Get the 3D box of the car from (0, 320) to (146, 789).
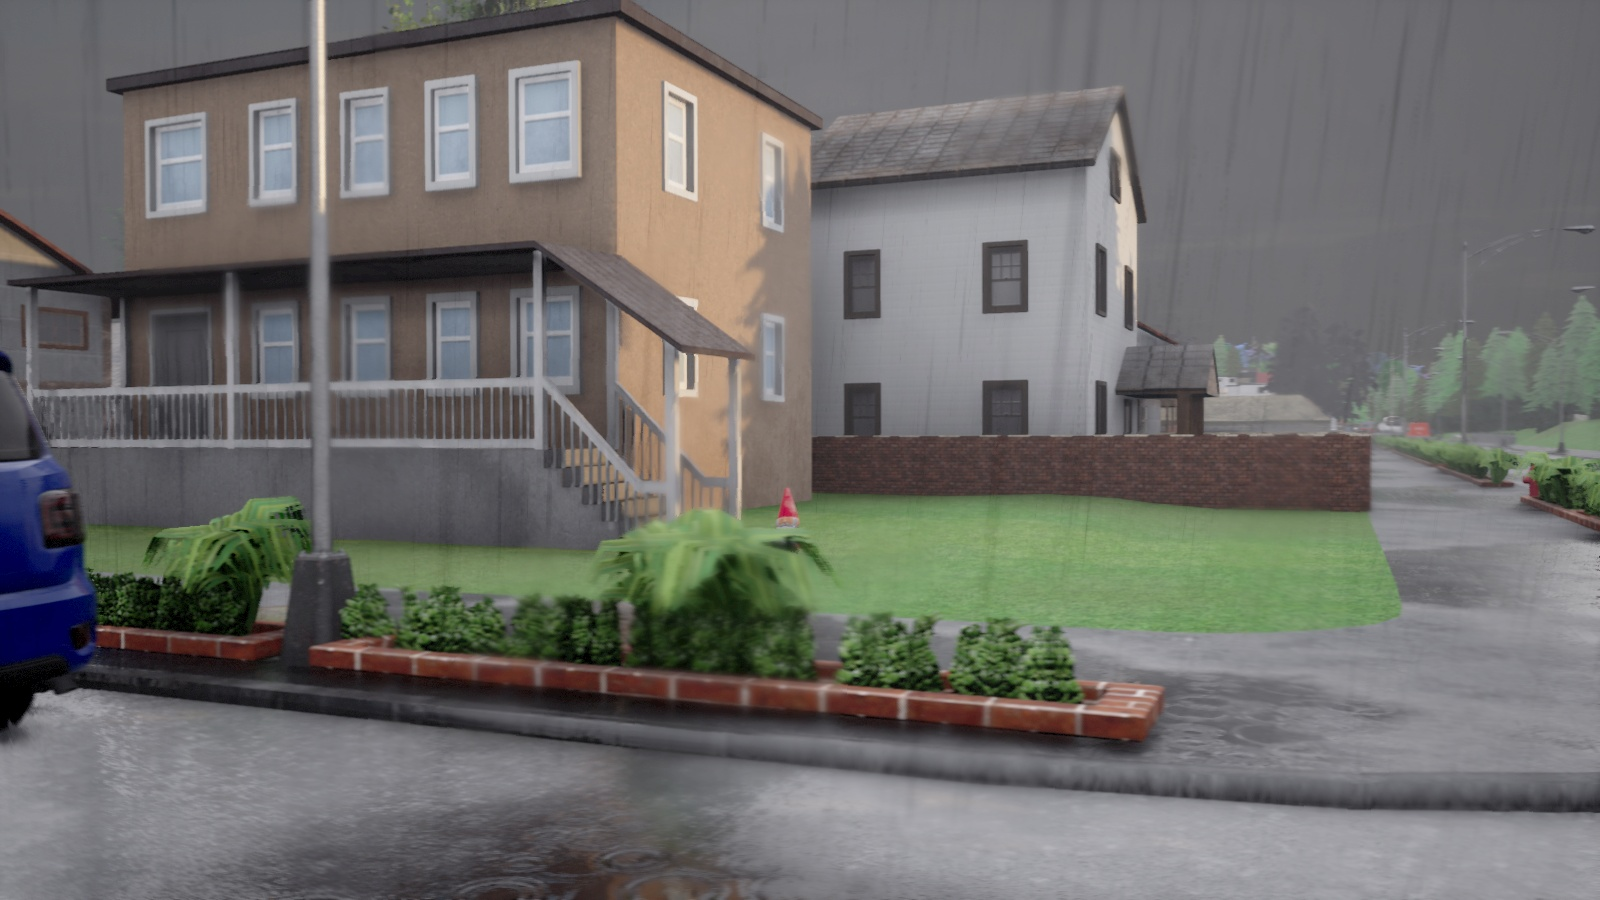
[{"bbox_3d":[-6.175,0.434,6.273,5.566,2.045,2.150,1,1,24],"label":"car"}]
